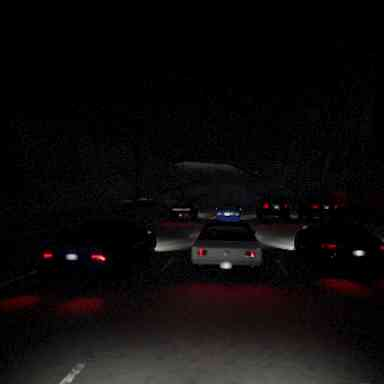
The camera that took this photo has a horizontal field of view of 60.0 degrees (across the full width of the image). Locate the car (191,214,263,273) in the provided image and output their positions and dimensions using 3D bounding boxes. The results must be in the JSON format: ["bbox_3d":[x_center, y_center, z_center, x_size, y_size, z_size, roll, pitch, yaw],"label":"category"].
[{"bbox_3d":[1.135,1.612,10.796,1.895,1.301,4.718,0,0,7],"label":"car"}]

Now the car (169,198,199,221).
[{"bbox_3d":[-0.571,1.504,27.059,2.128,1.511,4.902,0,0,7],"label":"car"}]

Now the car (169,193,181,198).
[{"bbox_3d":[-4.661,1.457,85.240,1.837,1.490,4.892,0,0,7],"label":"car"}]

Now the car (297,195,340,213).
[{"bbox_3d":[9.930,1.273,26.430,2.150,2.045,5.566,0,-1,7],"label":"car"}]

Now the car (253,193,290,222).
[{"bbox_3d":[6.448,1.257,26.779,2.150,2.045,5.566,0,-1,6],"label":"car"}]

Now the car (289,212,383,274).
[{"bbox_3d":[4.662,1.592,10.814,1.994,1.385,4.181,0,0,7],"label":"car"}]

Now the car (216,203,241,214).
[{"bbox_3d":[2.761,1.574,25.372,2.033,1.411,5.357,0,0,7],"label":"car"}]

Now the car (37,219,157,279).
[{"bbox_3d":[-2.465,1.541,10.099,2.033,1.411,5.357,0,0,7],"label":"car"}]

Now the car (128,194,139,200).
[{"bbox_3d":[-15.089,1.388,86.467,1.882,1.535,5.008,0,0,7],"label":"car"}]
